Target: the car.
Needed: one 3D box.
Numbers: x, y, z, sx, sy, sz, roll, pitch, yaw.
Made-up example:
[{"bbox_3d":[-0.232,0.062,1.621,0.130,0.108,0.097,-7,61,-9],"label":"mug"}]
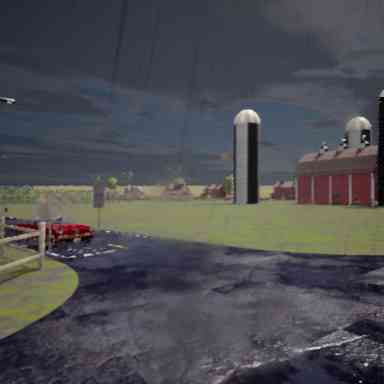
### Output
[{"bbox_3d":[-6.601,1.799,16.034,4.718,1.301,1.895,-1,0,43],"label":"car"}]
